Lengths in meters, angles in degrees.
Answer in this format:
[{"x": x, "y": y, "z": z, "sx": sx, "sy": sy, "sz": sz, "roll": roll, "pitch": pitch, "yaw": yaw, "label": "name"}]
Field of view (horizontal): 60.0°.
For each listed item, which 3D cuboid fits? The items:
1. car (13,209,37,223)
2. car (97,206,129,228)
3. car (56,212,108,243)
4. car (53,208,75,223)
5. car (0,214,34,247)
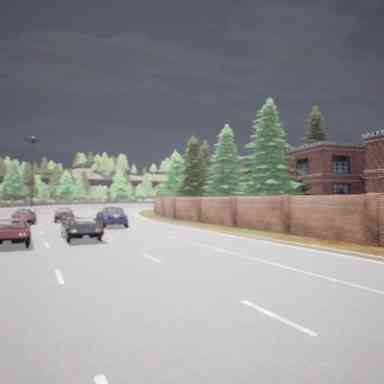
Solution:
[{"x": -15.741, "y": 2.294, "z": 31.214, "sx": 1.994, "sy": 1.385, "sz": 4.181, "roll": 1, "pitch": -1, "yaw": -22, "label": "car"}, {"x": -6.869, "y": 2.034, "z": 28.166, "sx": 2.097, "sy": 1.767, "sz": 4.553, "roll": 1, "pitch": -2, "yaw": -25, "label": "car"}, {"x": -6.418, "y": 2.060, "z": 19.088, "sx": 1.895, "sy": 1.301, "sz": 4.718, "roll": 1, "pitch": -2, "yaw": -26, "label": "car"}, {"x": -13.085, "y": 2.334, "z": 34.072, "sx": 1.812, "sy": 1.442, "sz": 4.674, "roll": 1, "pitch": -1, "yaw": -21, "label": "car"}, {"x": -9.156, "y": 1.992, "z": 16.725, "sx": 1.895, "sy": 1.301, "sz": 4.718, "roll": 1, "pitch": -2, "yaw": -26, "label": "car"}]
